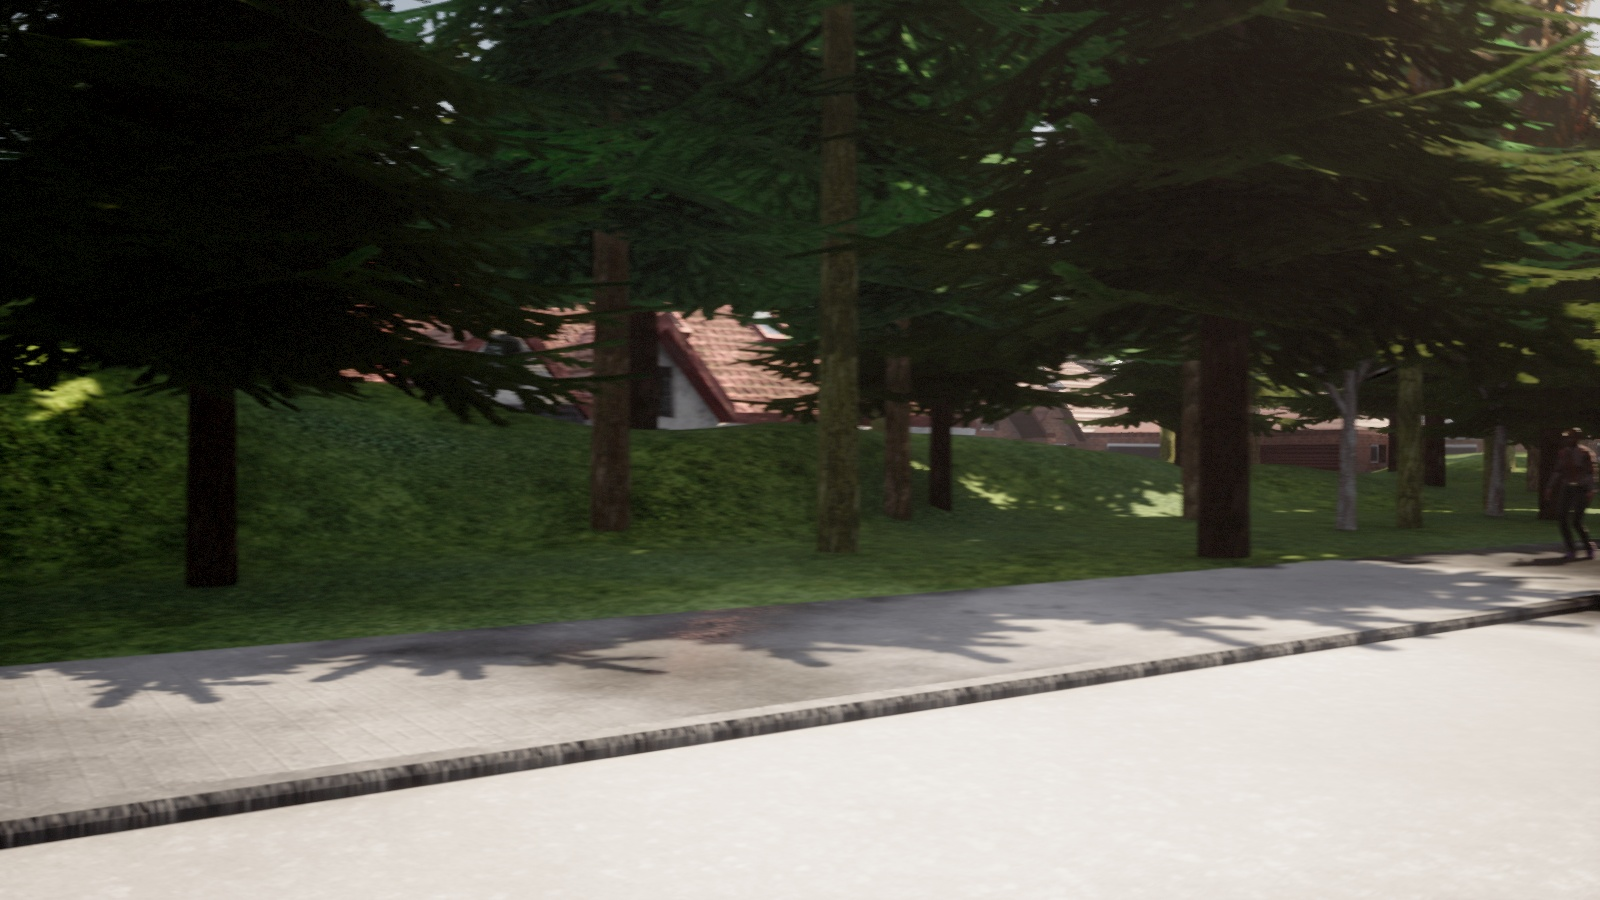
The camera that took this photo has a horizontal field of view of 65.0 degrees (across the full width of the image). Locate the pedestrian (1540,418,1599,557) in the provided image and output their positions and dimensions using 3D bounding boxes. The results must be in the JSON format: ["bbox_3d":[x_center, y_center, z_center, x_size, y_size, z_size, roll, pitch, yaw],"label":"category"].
[{"bbox_3d":[10.258,0.487,16.706,0.869,1.805,0.328,0,0,-31],"label":"pedestrian"}]
